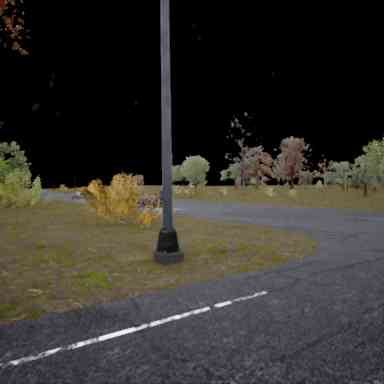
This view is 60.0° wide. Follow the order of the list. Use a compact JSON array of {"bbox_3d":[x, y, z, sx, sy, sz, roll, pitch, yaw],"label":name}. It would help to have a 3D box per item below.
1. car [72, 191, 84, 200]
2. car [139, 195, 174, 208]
[{"bbox_3d":[-19.613,0.610,58.103,1.812,1.442,4.674,-2,2,-35],"label":"car"},{"bbox_3d":[-4.031,0.946,36.057,2.033,1.411,5.357,-2,2,-35],"label":"car"}]
